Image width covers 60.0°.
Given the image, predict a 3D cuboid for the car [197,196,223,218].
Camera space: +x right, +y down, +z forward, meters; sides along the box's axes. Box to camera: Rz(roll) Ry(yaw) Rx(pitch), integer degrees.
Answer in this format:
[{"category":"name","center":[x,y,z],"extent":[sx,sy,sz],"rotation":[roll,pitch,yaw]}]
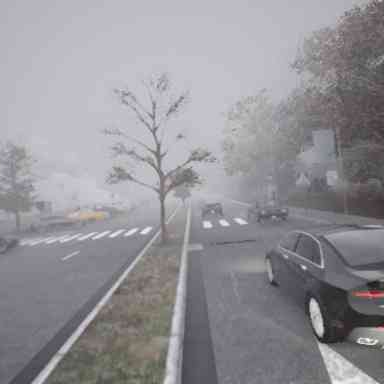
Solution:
[{"category":"car","center":[1.741,1.404,30.305],"extent":[1.837,1.490,4.892],"rotation":[-6,0,0]}]

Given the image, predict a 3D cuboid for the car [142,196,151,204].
[{"category":"car","center":[-12.099,2.403,72.143],"extent":[4.792,1.488,2.163],"rotation":[-7,1,-20]}]

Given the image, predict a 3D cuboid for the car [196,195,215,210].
[{"category":"car","center":[1.712,1.366,44.131],"extent":[2.128,1.511,4.902],"rotation":[-6,1,0]}]

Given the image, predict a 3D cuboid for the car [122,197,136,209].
[{"category":"car","center":[-12.142,2.418,51.101],"extent":[5.566,2.045,2.435],"rotation":[-7,1,-20]}]

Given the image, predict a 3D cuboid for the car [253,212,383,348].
[{"category":"car","center":[2.629,1.319,6.153],"extent":[1.837,1.490,4.892],"rotation":[-6,0,0]}]

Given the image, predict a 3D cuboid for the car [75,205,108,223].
[{"category":"car","center":[-12.246,2.756,36.029],"extent":[5.366,1.575,1.946],"rotation":[-6,0,-20]}]

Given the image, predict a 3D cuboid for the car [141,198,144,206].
[{"category":"car","center":[-12.108,2.559,63.127],"extent":[4.674,1.452,2.002],"rotation":[-7,1,-20]}]

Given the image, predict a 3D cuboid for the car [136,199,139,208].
[{"category":"car","center":[-12.097,2.644,57.128],"extent":[4.674,1.452,2.002],"rotation":[-7,0,-20]}]

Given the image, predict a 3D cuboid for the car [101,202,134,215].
[{"category":"car","center":[-12.116,2.667,54.103],"extent":[4.792,1.488,2.163],"rotation":[-7,1,-20]}]

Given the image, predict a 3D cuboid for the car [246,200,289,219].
[{"category":"car","center":[4.810,1.201,21.907],"extent":[1.895,1.301,4.718],"rotation":[-6,0,0]}]

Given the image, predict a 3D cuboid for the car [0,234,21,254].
[{"category":"car","center":[-12.037,2.771,18.100],"extent":[4.792,1.488,2.163],"rotation":[-6,0,-20]}]

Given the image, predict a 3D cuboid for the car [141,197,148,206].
[{"category":"car","center":[-12.108,2.472,66.126],"extent":[5.008,1.535,2.097],"rotation":[-7,1,-20]}]

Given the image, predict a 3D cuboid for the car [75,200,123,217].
[{"category":"car","center":[-12.081,2.474,42.121],"extent":[5.566,2.045,2.435],"rotation":[-6,0,-20]}]

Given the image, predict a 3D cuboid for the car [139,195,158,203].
[{"category":"car","center":[-12.148,1.971,93.138],"extent":[4.553,1.767,2.185],"rotation":[-7,1,-20]}]

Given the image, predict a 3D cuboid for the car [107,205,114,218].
[{"category":"car","center":[-12.077,2.773,39.102],"extent":[4.674,1.452,2.002],"rotation":[-6,0,-20]}]

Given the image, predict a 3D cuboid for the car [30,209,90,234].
[{"category":"car","center":[-12.043,2.770,30.106],"extent":[4.792,1.488,2.163],"rotation":[-6,0,-20]}]

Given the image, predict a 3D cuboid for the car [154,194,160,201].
[{"category":"car","center":[-12.207,1.919,87.110],"extent":[5.566,2.045,2.435],"rotation":[-7,1,-20]}]

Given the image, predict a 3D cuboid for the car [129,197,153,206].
[{"category":"car","center":[-12.317,2.261,81.063],"extent":[5.366,1.575,1.946],"rotation":[-7,1,-20]}]

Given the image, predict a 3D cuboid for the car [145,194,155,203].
[{"category":"car","center":[-12.138,2.078,75.142],"extent":[5.566,2.045,2.435],"rotation":[-7,1,-20]}]

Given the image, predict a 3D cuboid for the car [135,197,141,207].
[{"category":"car","center":[-12.148,2.440,60.114],"extent":[4.553,1.767,2.185],"rotation":[-7,1,-20]}]

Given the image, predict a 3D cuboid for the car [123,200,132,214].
[{"category":"car","center":[-11.915,2.667,48.176],"extent":[5.366,1.575,1.946],"rotation":[-7,0,-20]}]

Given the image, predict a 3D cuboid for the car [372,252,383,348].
[{"category":"car","center":[2.631,1.269,0.341],"extent":[1.801,1.575,5.366],"rotation":[-6,0,0]}]
